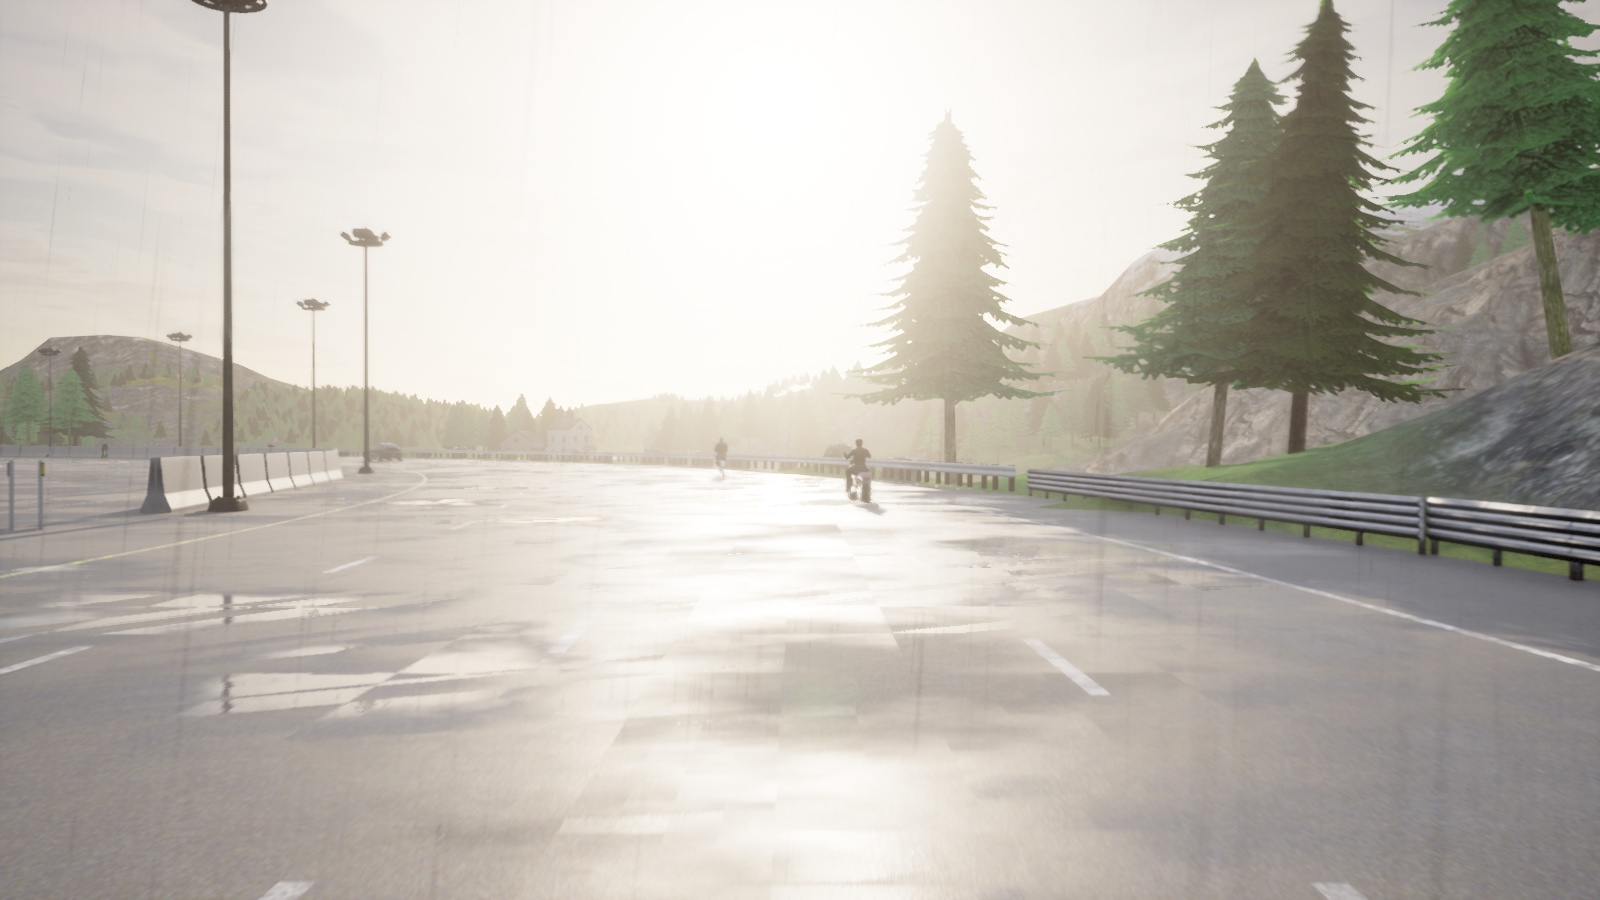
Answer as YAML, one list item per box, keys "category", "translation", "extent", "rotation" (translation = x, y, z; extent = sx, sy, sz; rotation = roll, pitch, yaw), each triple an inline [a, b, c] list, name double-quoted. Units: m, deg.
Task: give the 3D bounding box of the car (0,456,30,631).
- category: "car"
  translation: [-7.025, 0.744, 9.178]
  extent: [1.481, 1.376, 2.207]
  rotation: [0, 1, -2]

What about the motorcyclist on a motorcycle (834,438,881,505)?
- category: "motorcyclist on a motorcycle"
  translation: [1.459, 0.516, 32.249]
  extent: [0.766, 1.649, 2.350]
  rotation: [0, 0, -9]
